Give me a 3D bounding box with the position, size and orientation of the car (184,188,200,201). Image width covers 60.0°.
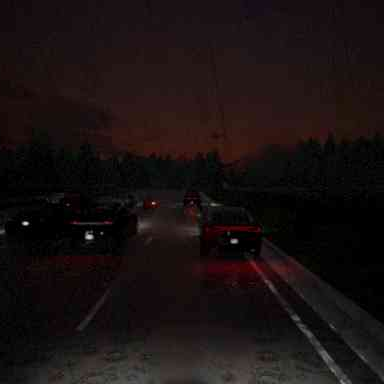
[{"bbox_3d":[0.013,0.373,47.998,2.097,1.767,4.553,0,1,0],"label":"car"}]

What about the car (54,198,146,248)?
[{"bbox_3d":[-3.397,1.216,13.425,2.128,1.511,4.902,0,1,0],"label":"car"}]

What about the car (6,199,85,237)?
[{"bbox_3d":[-6.894,1.240,15.807,1.994,1.385,4.181,0,1,0],"label":"car"}]

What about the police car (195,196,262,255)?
[{"bbox_3d":[1.227,1.173,12.247,1.930,1.638,5.238,0,1,0],"label":"police car"}]

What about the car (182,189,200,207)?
[{"bbox_3d":[0.038,0.771,35.933,1.837,1.490,4.892,0,1,1],"label":"car"}]

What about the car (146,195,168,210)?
[{"bbox_3d":[-3.394,0.922,31.416,1.994,1.385,4.181,0,1,0],"label":"car"}]

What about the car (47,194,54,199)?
[{"bbox_3d":[-13.907,0.800,35.537,1.812,1.442,4.674,0,1,0],"label":"car"}]

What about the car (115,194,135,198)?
[{"bbox_3d":[-6.893,0.897,34.476,1.895,1.301,4.718,0,1,0],"label":"car"}]

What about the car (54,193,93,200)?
[{"bbox_3d":[-10.395,0.859,30.294,1.882,1.535,5.008,0,1,0],"label":"car"}]
